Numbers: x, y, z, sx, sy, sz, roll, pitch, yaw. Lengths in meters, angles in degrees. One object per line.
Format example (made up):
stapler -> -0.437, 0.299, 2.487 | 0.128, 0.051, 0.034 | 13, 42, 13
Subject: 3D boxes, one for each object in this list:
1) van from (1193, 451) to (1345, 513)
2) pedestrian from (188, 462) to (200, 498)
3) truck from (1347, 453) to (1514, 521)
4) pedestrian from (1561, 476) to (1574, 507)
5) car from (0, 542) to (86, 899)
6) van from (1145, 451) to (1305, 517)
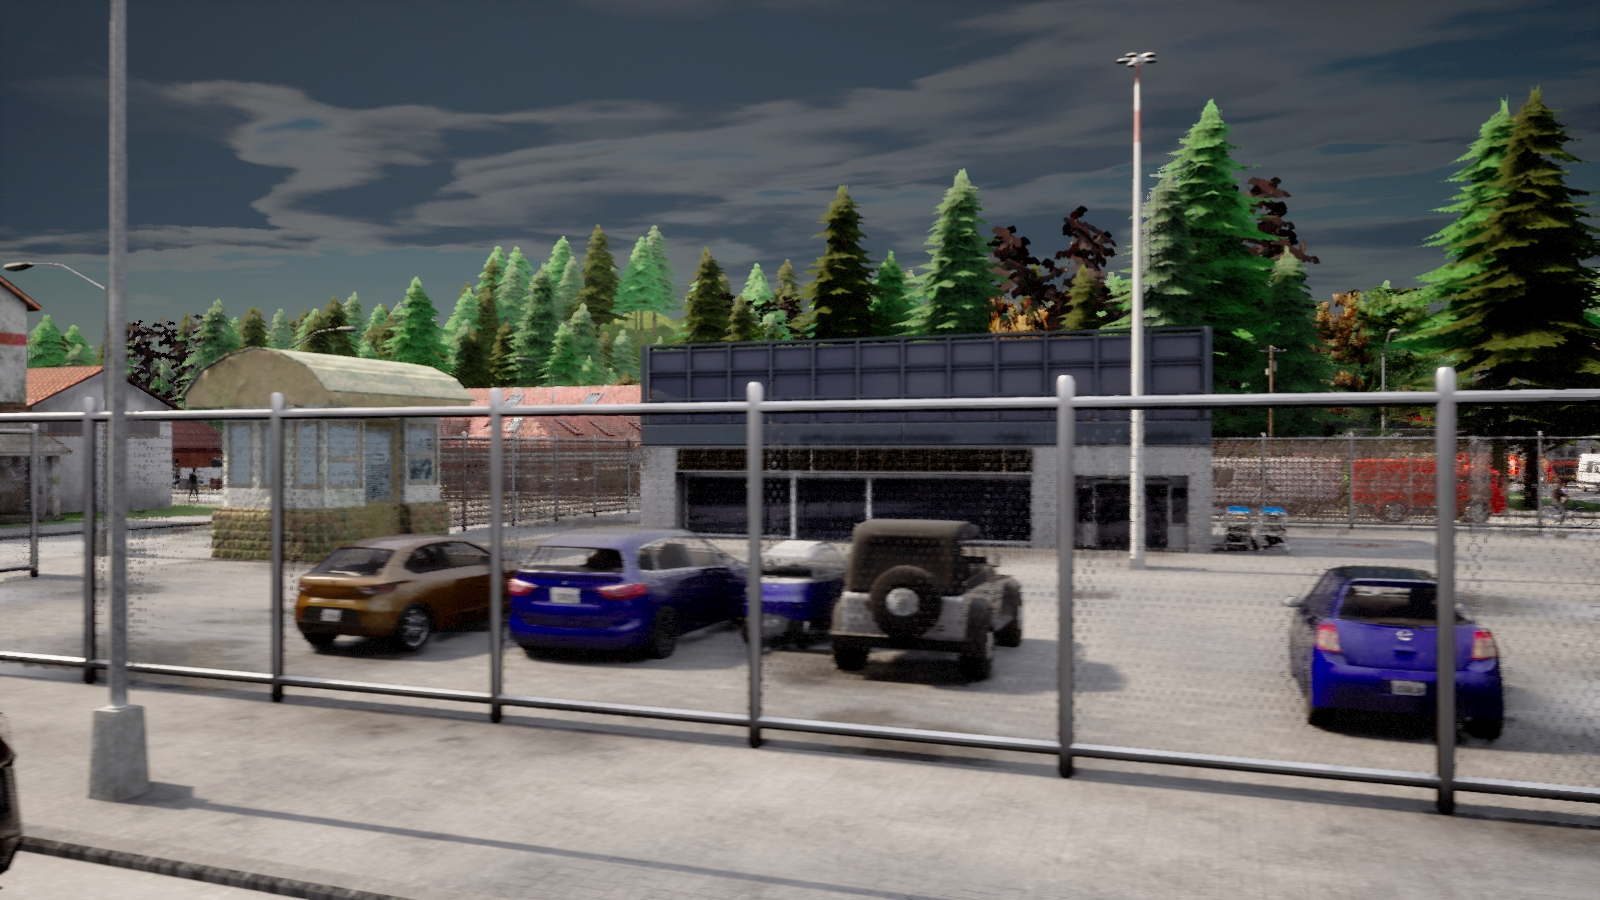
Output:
van -> 19.998, 1.314, 48.960 | 5.915, 2.561, 1.988 | 0, 0, 21
pedestrian -> -30.774, 1.524, 58.055 | 0.375, 1.860, 0.375 | 0, 0, 17
truck -> 23.792, 1.348, 43.392 | 5.204, 2.467, 2.627 | 0, 0, 20
pedestrian -> 33.407, 1.804, 49.719 | 0.375, 1.300, 0.375 | 0, 0, 16
car -> -7.024, 1.559, 6.397 | 5.566, 2.045, 2.150 | 0, 0, 20
van -> 16.999, 1.314, 45.887 | 5.915, 2.561, 1.988 | 0, 0, 20
